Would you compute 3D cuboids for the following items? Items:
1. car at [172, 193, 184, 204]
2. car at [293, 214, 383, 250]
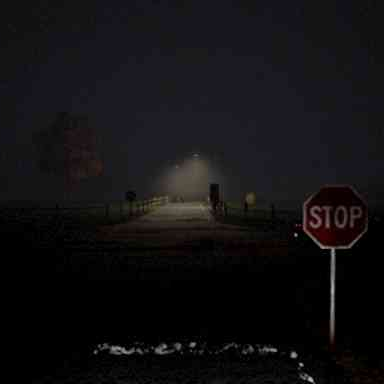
[{"bbox_3d":[-2.662,1.239,65.812,2.150,2.045,5.566,0,0,0],"label":"car"},{"bbox_3d":[6.758,1.546,13.939,4.892,1.490,1.837,0,1,-1],"label":"car"}]
